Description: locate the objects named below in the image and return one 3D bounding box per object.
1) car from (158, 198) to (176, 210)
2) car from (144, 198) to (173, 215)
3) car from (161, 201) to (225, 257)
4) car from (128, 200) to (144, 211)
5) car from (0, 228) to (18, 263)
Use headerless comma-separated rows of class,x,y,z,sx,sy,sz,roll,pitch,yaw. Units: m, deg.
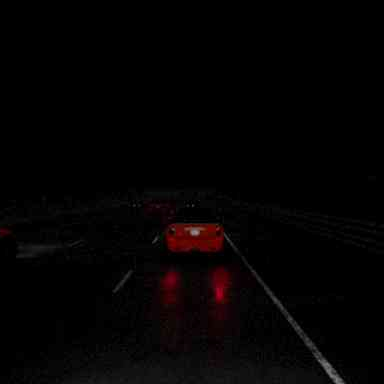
car,-3.399,1.628,46.644,2.128,1.511,4.902,0,0,0
car,-3.399,1.456,34.913,2.097,1.767,4.553,0,0,0
car,0.101,1.392,13.260,2.097,1.767,4.553,0,0,0
car,-6.898,1.670,42.325,2.033,1.411,5.357,0,0,0
car,-6.900,1.380,9.313,2.097,1.767,4.553,0,0,0
